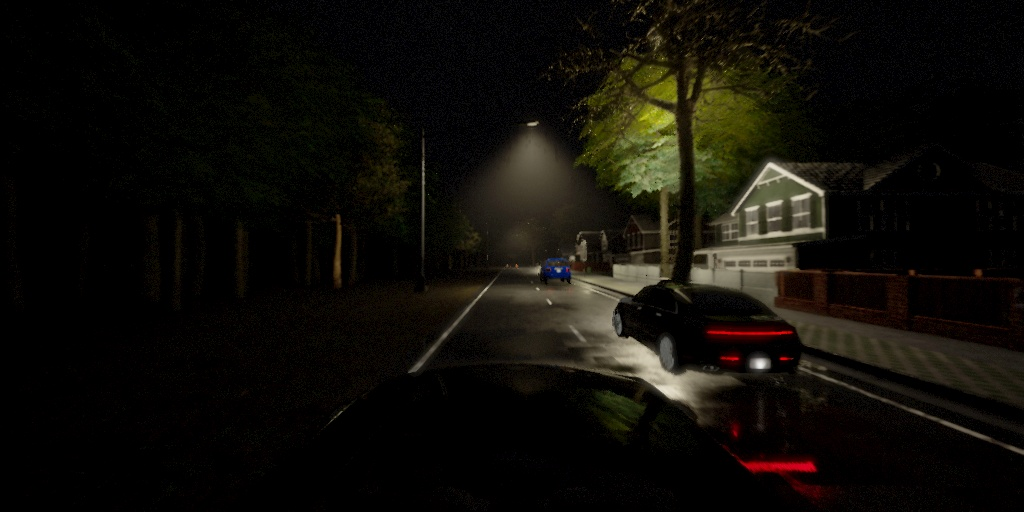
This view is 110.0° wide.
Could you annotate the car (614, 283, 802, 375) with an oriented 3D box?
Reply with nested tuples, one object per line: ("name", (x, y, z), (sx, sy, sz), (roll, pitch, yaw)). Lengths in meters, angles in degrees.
("car", (3.593, 1.318, 7.608), (1.837, 1.490, 4.892), (0, 0, 0))

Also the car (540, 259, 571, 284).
("car", (3.604, 1.270, 30.298), (2.150, 2.045, 5.566), (0, -1, 0))
